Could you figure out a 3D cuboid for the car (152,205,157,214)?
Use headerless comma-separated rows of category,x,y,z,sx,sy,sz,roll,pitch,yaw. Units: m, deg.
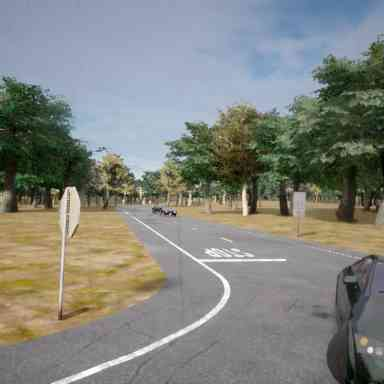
car,-5.751,2.962,56.899,1.882,1.535,5.008,3,-2,-14

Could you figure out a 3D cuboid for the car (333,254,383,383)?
car,3.130,1.643,4.656,1.994,1.385,4.181,1,-1,22

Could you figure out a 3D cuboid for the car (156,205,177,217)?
car,-3.489,2.851,48.054,1.895,1.301,4.718,3,-2,-13
